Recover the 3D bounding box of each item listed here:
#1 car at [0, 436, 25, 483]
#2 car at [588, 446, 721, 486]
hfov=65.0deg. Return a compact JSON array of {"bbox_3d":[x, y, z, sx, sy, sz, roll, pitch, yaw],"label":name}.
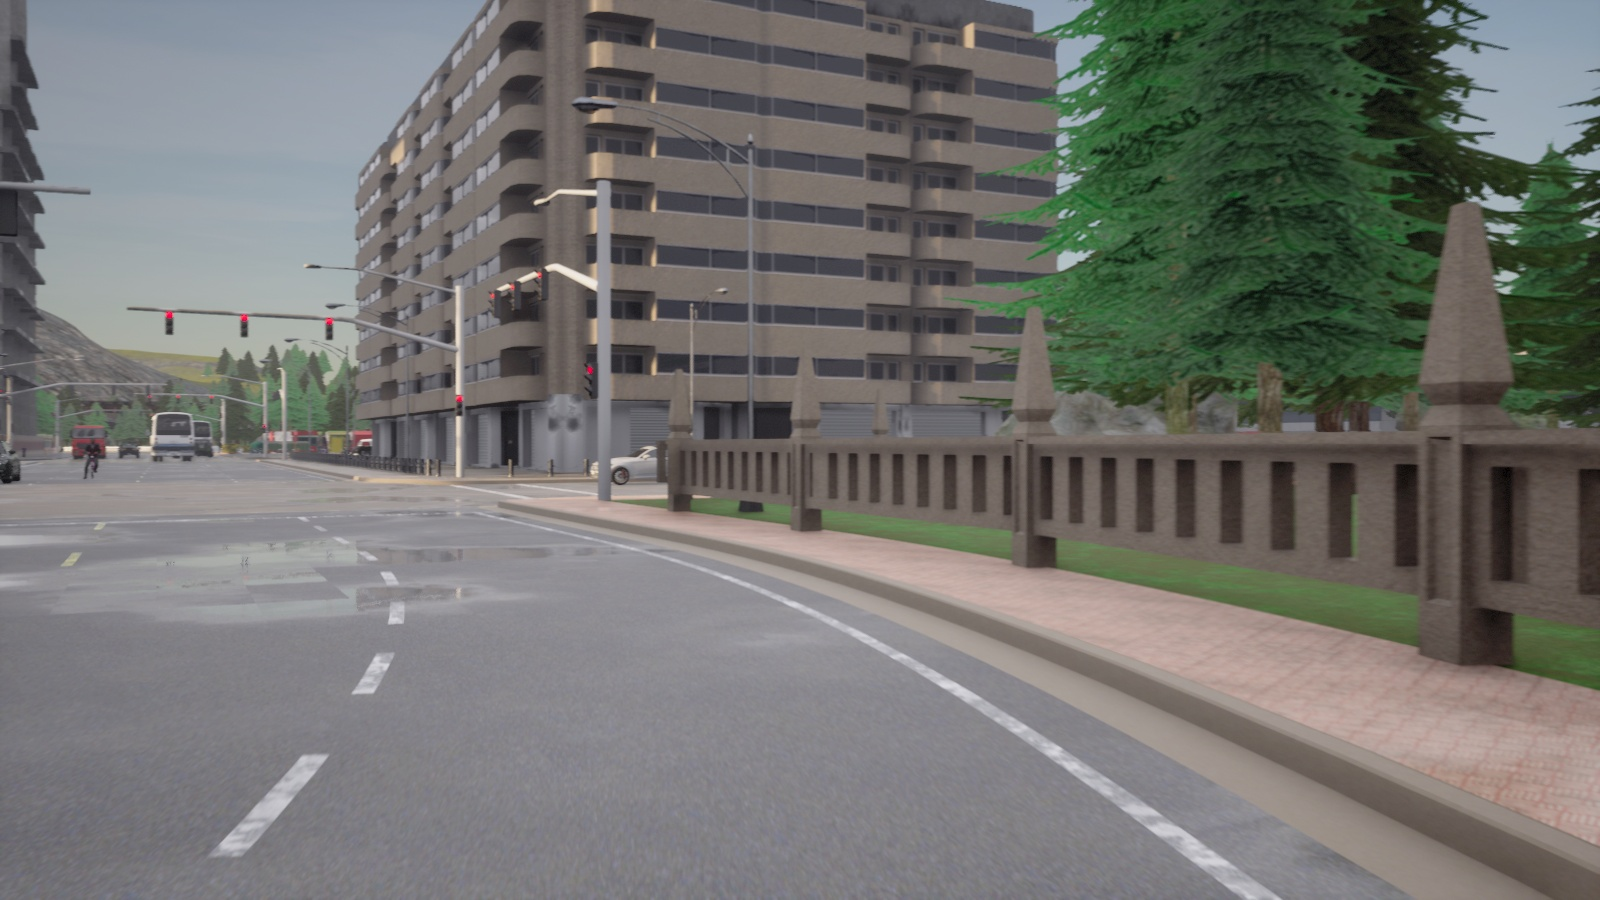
[{"bbox_3d":[-31.357,0.341,48.411,2.097,1.767,4.553,0,0,-26],"label":"car"},{"bbox_3d":[-5.500,0.561,47.499,4.674,1.442,1.812,0,0,-27],"label":"car"}]
